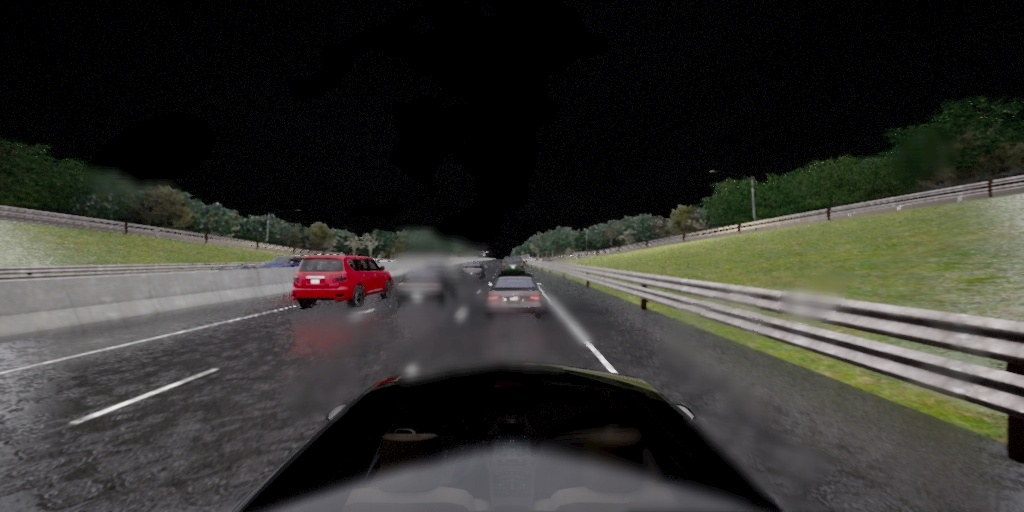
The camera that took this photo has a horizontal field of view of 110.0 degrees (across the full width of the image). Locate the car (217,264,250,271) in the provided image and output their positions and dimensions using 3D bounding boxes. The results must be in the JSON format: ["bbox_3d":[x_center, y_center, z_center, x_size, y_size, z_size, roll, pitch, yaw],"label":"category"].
[{"bbox_3d":[-24.623,1.432,33.073,1.895,1.301,4.718,0,0,0],"label":"car"}]

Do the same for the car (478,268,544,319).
[{"bbox_3d":[0.110,1.320,12.915,2.033,1.411,5.357,0,0,0],"label":"car"}]

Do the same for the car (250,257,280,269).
[{"bbox_3d":[-21.126,1.053,33.484,2.150,2.045,5.566,0,0,0],"label":"car"}]

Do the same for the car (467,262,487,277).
[{"bbox_3d":[-3.450,1.327,33.533,2.128,1.511,4.902,0,0,-1],"label":"car"}]

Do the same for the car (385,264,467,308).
[{"bbox_3d":[-3.395,1.270,15.309,2.128,1.511,4.902,0,0,0],"label":"car"}]

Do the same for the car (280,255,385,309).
[{"bbox_3d":[-6.894,0.999,15.247,2.150,2.045,5.566,0,0,0],"label":"car"}]

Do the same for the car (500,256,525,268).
[{"bbox_3d":[0.061,1.057,33.138,2.150,2.045,5.566,0,0,-1],"label":"car"}]

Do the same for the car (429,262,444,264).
[{"bbox_3d":[-6.950,1.327,33.544,2.128,1.511,4.902,0,0,-1],"label":"car"}]
